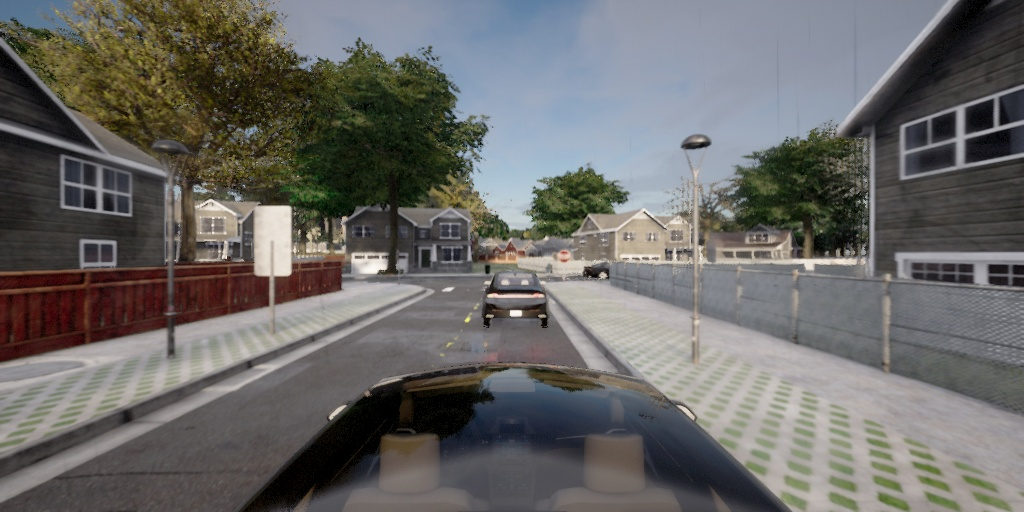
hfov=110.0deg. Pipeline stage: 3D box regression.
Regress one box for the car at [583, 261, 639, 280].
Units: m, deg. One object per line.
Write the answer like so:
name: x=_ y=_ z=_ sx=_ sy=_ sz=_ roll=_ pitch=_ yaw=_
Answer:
car: x=8.237 y=1.194 z=28.945 sx=5.008 sy=1.535 sz=1.882 roll=0 pitch=0 yaw=-13

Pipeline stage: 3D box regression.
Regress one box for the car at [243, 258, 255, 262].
car: x=-15.594 y=0.932 z=23.807 sx=4.553 sy=1.767 sz=2.097 roll=0 pitch=0 yaw=-12

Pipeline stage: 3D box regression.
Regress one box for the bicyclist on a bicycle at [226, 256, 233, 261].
bicyclist on a bicycle: x=-22.344 y=0.818 z=28.396 sx=0.582 sy=1.620 sz=1.656 roll=0 pitch=0 yaw=-12

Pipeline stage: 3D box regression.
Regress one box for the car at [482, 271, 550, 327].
car: x=0.100 y=1.218 z=11.412 sx=2.128 sy=1.511 sz=4.902 roll=0 pitch=0 yaw=0
